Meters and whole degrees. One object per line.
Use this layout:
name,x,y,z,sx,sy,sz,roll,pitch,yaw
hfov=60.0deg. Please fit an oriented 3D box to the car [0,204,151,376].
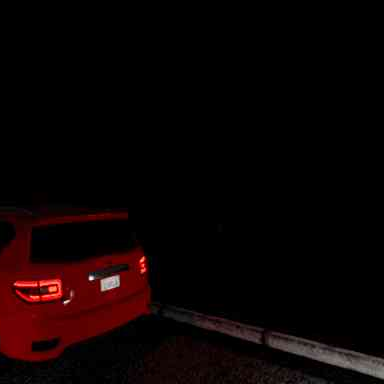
car,-3.215,1.229,5.670,5.566,2.045,2.150,0,0,35
